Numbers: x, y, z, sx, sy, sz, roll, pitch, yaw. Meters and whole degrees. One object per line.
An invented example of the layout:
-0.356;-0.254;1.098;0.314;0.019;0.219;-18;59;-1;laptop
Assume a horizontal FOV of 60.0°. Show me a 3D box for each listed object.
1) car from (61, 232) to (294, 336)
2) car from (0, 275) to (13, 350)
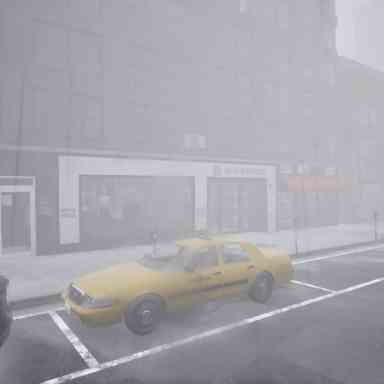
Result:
-0.003;1.524;6.654;4.829;1.417;1.752;0;-1;-35;car
-4.351;1.566;3.561;4.313;1.339;1.947;0;-1;-35;car
